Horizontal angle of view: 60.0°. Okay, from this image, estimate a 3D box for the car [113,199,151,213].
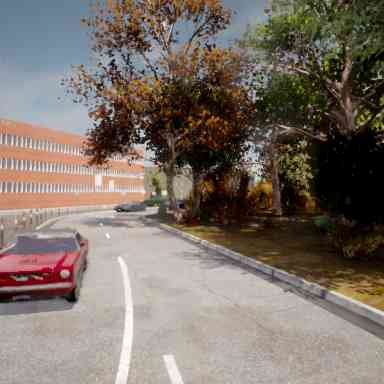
[{"bbox_3d":[-7.566,1.796,41.329,2.033,1.411,5.357,0,0,20],"label":"car"}]

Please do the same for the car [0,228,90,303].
[{"bbox_3d":[-3.586,1.614,8.112,1.895,1.301,4.718,0,0,-14],"label":"car"}]

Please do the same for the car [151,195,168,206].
[{"bbox_3d":[-5.827,1.579,58.660,5.566,2.045,2.435,0,0,21],"label":"car"}]

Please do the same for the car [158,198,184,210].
[{"bbox_3d":[-2.393,1.893,45.807,1.895,1.301,4.718,0,0,21],"label":"car"}]

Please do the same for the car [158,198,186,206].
[{"bbox_3d":[-3.817,1.856,63.942,5.008,1.535,2.097,0,0,21],"label":"car"}]

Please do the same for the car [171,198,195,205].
[{"bbox_3d":[-1.825,1.918,69.230,4.674,1.452,2.002,0,0,21],"label":"car"}]
